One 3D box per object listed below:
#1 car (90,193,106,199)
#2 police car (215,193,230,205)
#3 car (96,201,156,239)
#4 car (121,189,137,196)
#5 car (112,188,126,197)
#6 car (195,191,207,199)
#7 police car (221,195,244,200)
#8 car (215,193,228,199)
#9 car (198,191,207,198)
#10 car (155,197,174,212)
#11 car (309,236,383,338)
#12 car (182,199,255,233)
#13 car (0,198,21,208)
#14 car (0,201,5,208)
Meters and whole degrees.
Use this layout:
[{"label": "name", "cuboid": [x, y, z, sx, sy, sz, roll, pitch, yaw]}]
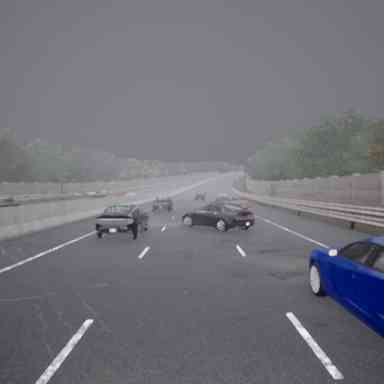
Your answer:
[{"label": "car", "cuboid": [-19.202, 0.783, 67.868, 1.895, 1.301, 4.718, 0, 1, 3]}, {"label": "police car", "cuboid": [4.432, 0.985, 49.070, 1.930, 1.638, 5.238, 0, 1, 2]}, {"label": "car", "cuboid": [-3.304, 1.377, 16.460, 2.128, 1.511, 4.902, 0, 0, 1]}, {"label": "car", "cuboid": [-12.266, 0.756, 66.594, 1.812, 1.442, 4.674, 0, 1, 3]}, {"label": "car", "cuboid": [-15.473, 0.162, 71.803, 2.150, 2.045, 5.566, 0, 1, 3]}, {"label": "car", "cuboid": [1.534, 0.839, 62.356, 1.837, 1.490, 4.892, 0, 1, 4]}, {"label": "police car", "cuboid": [3.763, 1.321, 27.191, 2.038, 1.542, 4.974, 0, 0, 1]}, {"label": "car", "cuboid": [4.044, 1.198, 38.078, 2.128, 1.511, 4.902, 0, 1, 2]}, {"label": "car", "cuboid": [2.600, 0.510, 80.453, 2.033, 1.411, 5.357, 0, 2, 4]}, {"label": "car", "cuboid": [-2.943, 1.227, 34.701, 2.128, 1.511, 4.902, 0, 1, 2]}, {"label": "car", "cuboid": [3.501, 1.436, 5.401, 1.882, 1.535, 5.008, 0, 0, 0]}, {"label": "car", "cuboid": [1.362, 1.378, 19.094, 1.837, 1.490, 4.892, 0, 0, -39]}, {"label": "car", "cuboid": [-17.270, 1.278, 29.738, 1.837, 1.490, 4.892, 0, 0, 1]}, {"label": "car", "cuboid": [-13.959, 1.453, 20.431, 1.895, 1.301, 4.718, 0, 0, 1]}]
